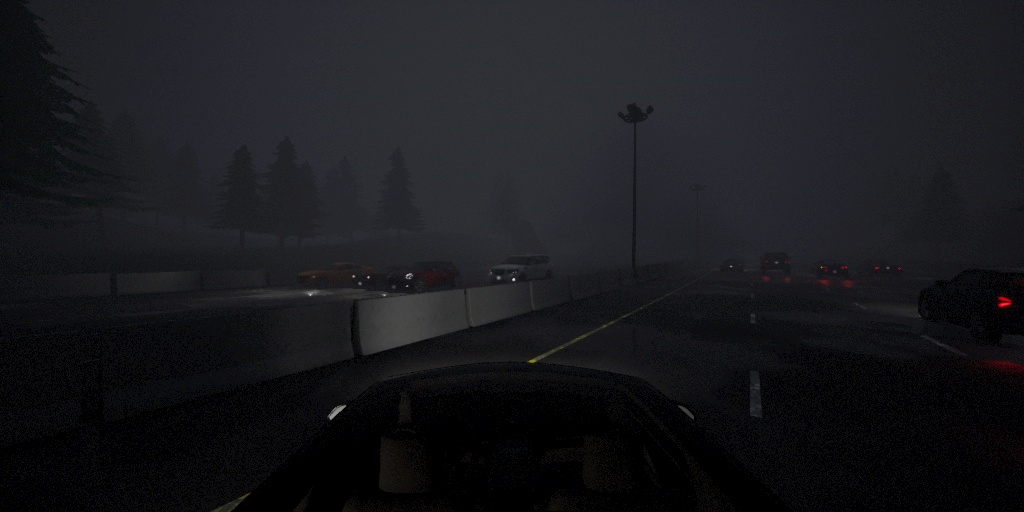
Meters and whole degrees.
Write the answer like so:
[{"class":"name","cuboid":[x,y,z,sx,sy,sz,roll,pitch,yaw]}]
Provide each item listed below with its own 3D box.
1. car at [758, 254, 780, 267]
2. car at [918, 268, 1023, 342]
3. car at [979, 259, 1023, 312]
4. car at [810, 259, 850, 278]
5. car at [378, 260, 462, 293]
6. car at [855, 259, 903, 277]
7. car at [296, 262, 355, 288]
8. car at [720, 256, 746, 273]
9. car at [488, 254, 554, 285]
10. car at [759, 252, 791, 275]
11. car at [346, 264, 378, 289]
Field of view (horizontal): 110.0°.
[{"class":"car","cuboid":[33.371,0.584,46.654,2.128,1.511,4.902,0,1,33]},{"class":"car","cuboid":[12.569,1.079,9.120,2.097,1.767,4.553,0,0,34]},{"class":"car","cuboid":[18.921,1.041,12.344,2.097,1.767,4.553,0,0,34]},{"class":"car","cuboid":[26.205,0.991,29.593,1.812,1.442,4.674,0,1,34]},{"class":"car","cuboid":[-5.043,1.064,20.916,2.097,1.767,4.553,0,0,34]},{"class":"car","cuboid":[30.914,0.959,30.325,2.033,1.411,5.357,0,1,32]},{"class":"car","cuboid":[-11.517,1.191,23.825,1.882,1.535,5.008,0,0,34]},{"class":"car","cuboid":[22.565,0.956,36.757,1.994,1.385,4.181,0,1,34]},{"class":"car","cuboid":[0.744,0.903,23.288,2.150,2.045,5.566,0,0,34]},{"class":"car","cuboid":[25.086,0.629,34.225,2.150,2.045,5.566,0,1,34]},{"class":"car","cuboid":[-7.795,1.309,23.100,1.895,1.301,4.718,0,0,34]}]
